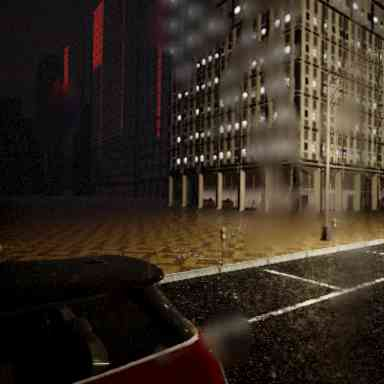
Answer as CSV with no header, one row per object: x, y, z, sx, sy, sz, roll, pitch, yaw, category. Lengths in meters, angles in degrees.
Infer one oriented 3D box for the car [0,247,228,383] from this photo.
-1.927,1.351,2.004,4.553,1.767,2.097,0,0,-36,car
